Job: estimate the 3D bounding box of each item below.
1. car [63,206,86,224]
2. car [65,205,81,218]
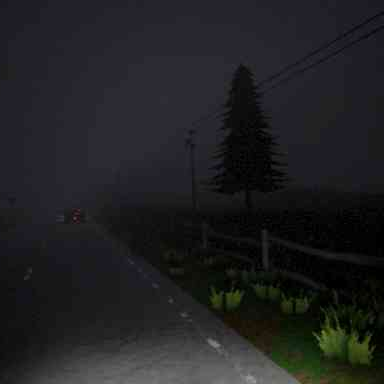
[{"bbox_3d":[-11.328,2.219,32.046,2.128,1.511,4.902,-2,-1,-20],"label":"car"},{"bbox_3d":[-15.621,2.528,43.625,1.812,1.442,4.674,-2,0,-20],"label":"car"}]
